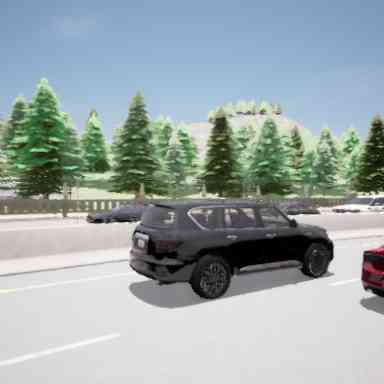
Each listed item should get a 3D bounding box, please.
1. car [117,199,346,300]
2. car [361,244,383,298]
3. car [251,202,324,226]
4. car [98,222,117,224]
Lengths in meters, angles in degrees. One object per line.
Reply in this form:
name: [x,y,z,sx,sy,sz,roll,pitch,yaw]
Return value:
car: [1.198,1.203,8.526,5.566,2.045,2.150,0,0,-32]
car: [5.784,1.487,7.139,5.008,1.535,1.882,0,0,-30]
car: [6.788,1.477,23.575,4.892,1.490,1.837,0,0,-24]
car: [-4.109,1.468,21.880,5.357,1.411,2.033,0,0,-30]
